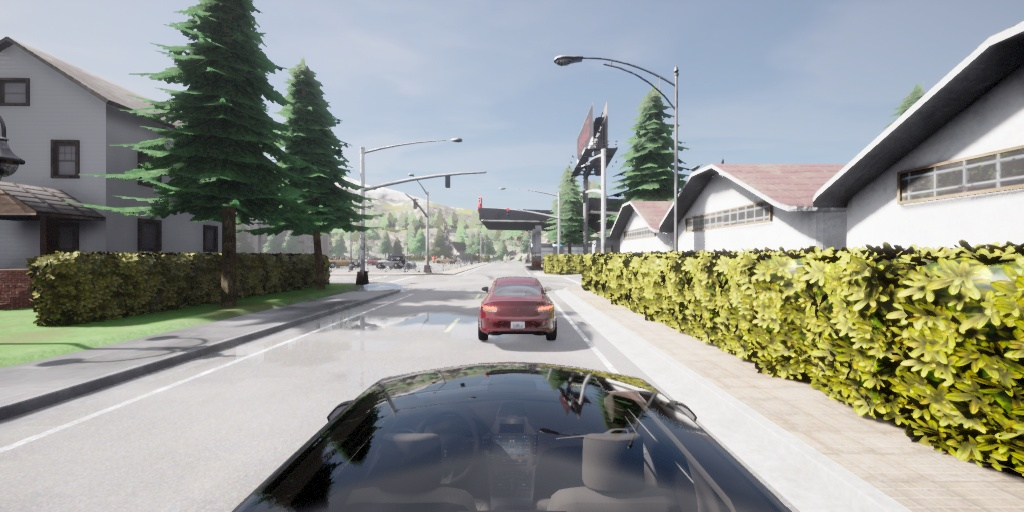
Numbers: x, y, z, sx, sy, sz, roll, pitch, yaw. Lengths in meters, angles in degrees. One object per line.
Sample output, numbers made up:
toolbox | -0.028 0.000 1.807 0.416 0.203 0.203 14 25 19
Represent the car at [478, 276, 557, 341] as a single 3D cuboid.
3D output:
car | 0.128 1.276 9.778 1.812 1.442 4.674 0 0 0
